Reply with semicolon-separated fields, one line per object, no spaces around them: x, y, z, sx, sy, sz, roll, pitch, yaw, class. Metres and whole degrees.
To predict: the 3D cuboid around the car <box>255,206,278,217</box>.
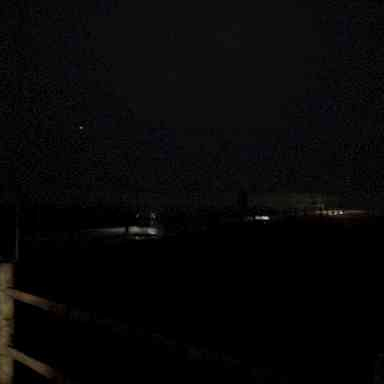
9.990;2.564;44.533;1.994;1.385;4.181;1;-1;35;car

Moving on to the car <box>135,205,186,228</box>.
-2.459;1.821;26.832;2.097;1.767;4.553;1;-1;35;car
